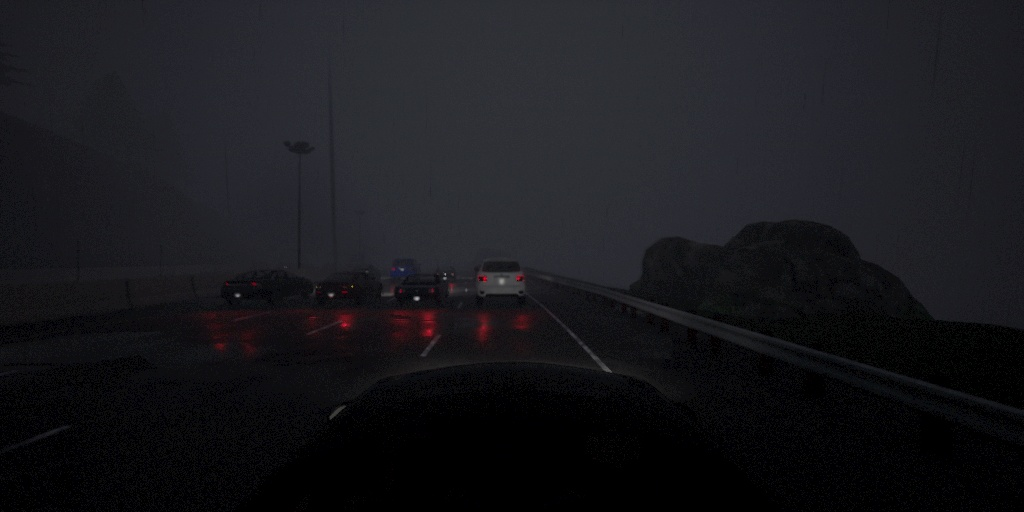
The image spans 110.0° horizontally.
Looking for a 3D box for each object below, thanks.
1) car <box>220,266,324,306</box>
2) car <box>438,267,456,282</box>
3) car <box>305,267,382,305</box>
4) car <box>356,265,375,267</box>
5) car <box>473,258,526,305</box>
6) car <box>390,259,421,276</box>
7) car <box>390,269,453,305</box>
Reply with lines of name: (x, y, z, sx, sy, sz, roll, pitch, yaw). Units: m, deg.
car: (-11.110, 1.385, 16.696, 2.128, 1.511, 4.902, 0, 0, -5)
car: (-6.074, 1.644, 32.969, 1.895, 1.301, 4.718, 0, -1, -9)
car: (-7.628, 1.421, 17.063, 1.812, 1.442, 4.674, 0, 0, -5)
car: (-13.010, 1.528, 32.012, 2.128, 1.511, 4.902, 0, 0, -9)
car: (-0.621, 1.112, 17.248, 2.150, 2.045, 5.566, 0, 0, -5)
car: (-9.512, 1.254, 32.310, 2.150, 2.045, 5.566, 0, 0, -9)
car: (-4.118, 1.495, 17.071, 1.895, 1.301, 4.718, 0, 0, -5)
